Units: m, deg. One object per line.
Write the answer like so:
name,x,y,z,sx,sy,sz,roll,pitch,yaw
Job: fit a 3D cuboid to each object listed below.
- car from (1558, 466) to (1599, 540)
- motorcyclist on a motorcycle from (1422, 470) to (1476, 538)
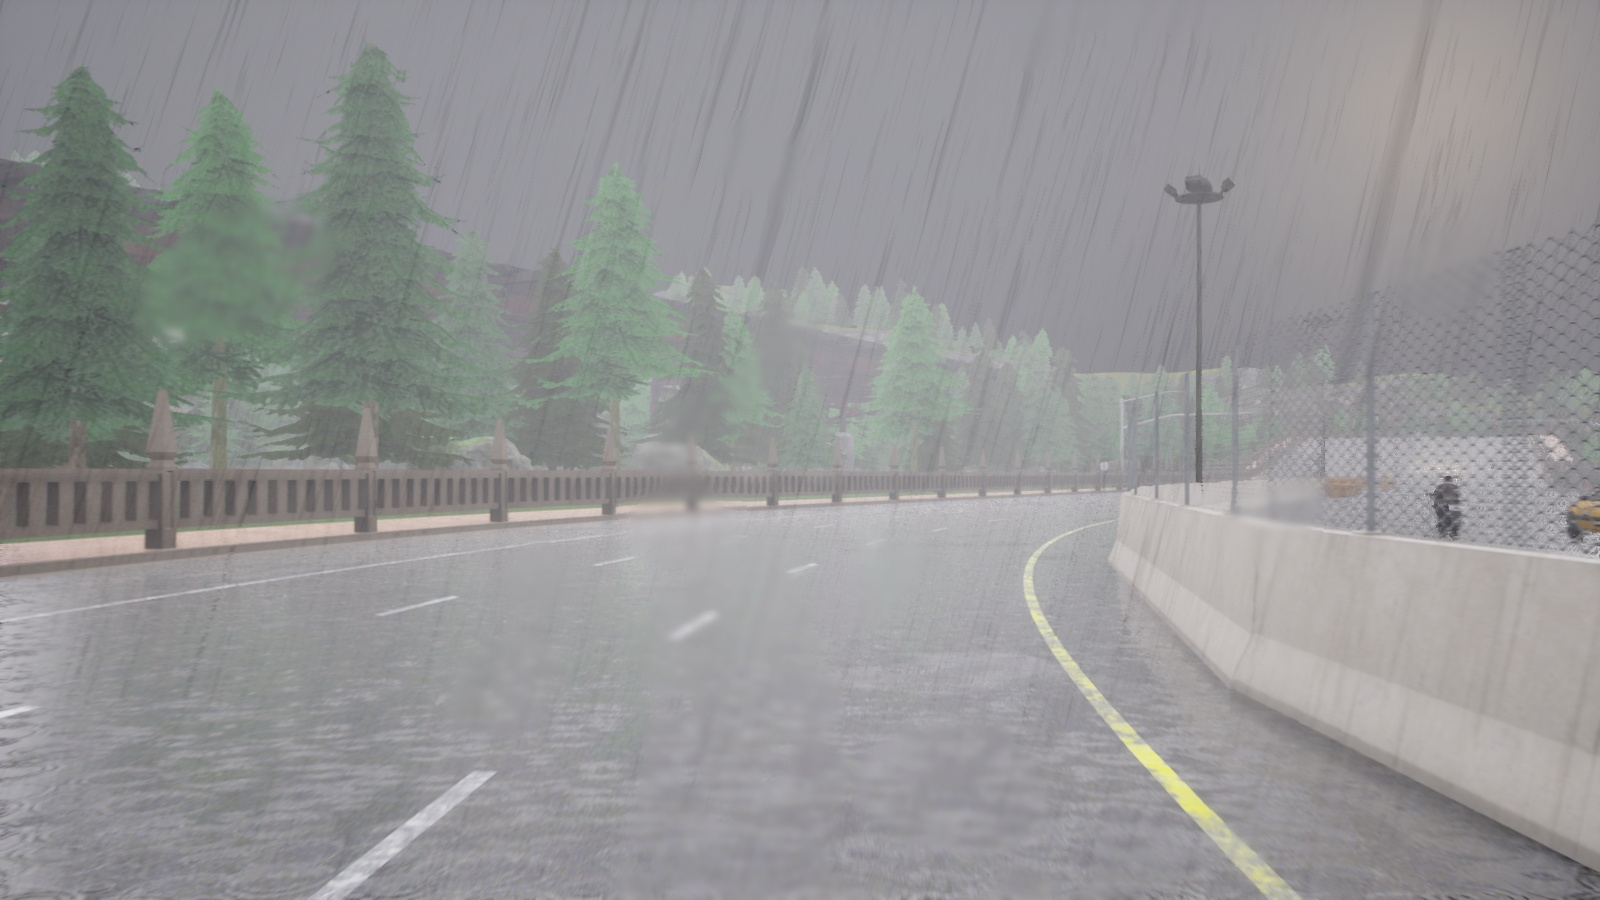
car,18.121,1.136,27.069,1.801,1.575,5.366,0,-1,17
motorcyclist on a motorcycle,15.201,1.231,29.464,0.797,1.523,2.044,0,-1,18
